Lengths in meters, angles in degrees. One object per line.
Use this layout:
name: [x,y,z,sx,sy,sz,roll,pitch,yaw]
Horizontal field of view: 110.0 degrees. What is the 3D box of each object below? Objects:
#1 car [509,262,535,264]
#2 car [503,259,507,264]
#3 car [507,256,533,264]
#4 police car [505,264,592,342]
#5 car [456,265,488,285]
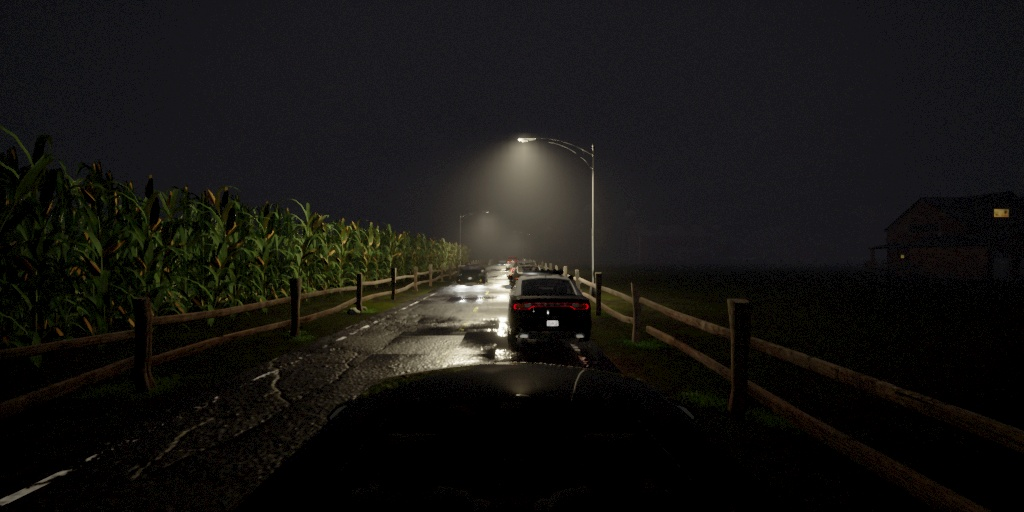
car: [0.855,1.255,19.830,1.837,1.490,4.892,0,0,0]
car: [0.125,1.373,48.134,1.895,1.301,4.718,0,0,1]
car: [0.865,1.101,25.801,2.097,1.767,4.553,0,0,0]
police car: [0.837,1.175,9.940,1.930,1.638,5.238,0,0,0]
car: [-2.810,1.313,25.992,1.994,1.385,4.181,0,0,0]
